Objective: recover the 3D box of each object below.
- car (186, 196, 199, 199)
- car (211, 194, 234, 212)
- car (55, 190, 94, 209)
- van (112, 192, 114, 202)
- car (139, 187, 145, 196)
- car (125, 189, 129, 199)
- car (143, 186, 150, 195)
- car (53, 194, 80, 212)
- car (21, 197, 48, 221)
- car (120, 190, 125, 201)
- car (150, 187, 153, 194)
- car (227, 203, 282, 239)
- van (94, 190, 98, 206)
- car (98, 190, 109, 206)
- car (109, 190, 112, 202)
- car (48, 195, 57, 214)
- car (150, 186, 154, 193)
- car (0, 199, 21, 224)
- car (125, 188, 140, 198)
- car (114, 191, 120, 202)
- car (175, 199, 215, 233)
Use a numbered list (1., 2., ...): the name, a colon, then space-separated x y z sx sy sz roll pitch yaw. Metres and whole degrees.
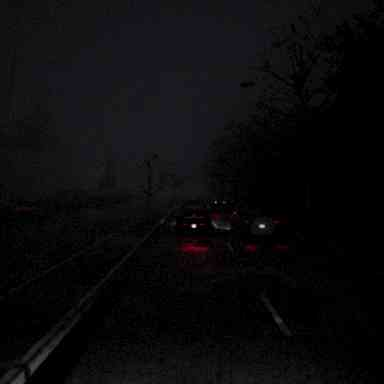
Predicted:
1. car: 0.098 1.172 35.544 1.812 1.442 4.674 0 1 0
2. car: 3.097 1.021 34.235 2.097 1.767 4.553 0 1 0
3. car: -13.895 0.882 36.042 5.566 2.045 2.435 -1 1 -20
4. van: -13.970 0.681 47.944 4.442 1.987 1.878 -1 1 -20
5. car: -14.016 0.382 74.899 5.366 1.575 1.946 -1 2 -20
6. car: -13.828 0.760 56.974 4.792 1.488 2.163 -1 1 -20
7. car: -13.818 0.002 80.985 5.566 2.045 2.435 -1 1 -20
8. car: -13.863 1.225 33.076 4.674 1.452 2.002 -1 1 -20
9. car: -13.700 1.313 24.192 5.366 1.575 1.946 -1 1 -20
10. car: -13.851 0.829 53.956 4.674 1.452 2.002 -1 1 -20
11. car: -13.665 0.094 87.042 5.366 1.575 1.946 -1 1 -20
12. car: 3.099 1.468 16.708 1.994 1.385 4.181 0 1 0
13. van: -13.758 0.848 39.085 4.442 1.987 1.878 -1 1 -20
14. car: -13.840 0.767 42.037 5.566 2.045 2.435 -1 1 -20
15. car: -13.854 0.963 45.010 4.892 1.521 2.231 -1 1 -20
16. car: -13.843 1.309 27.120 4.792 1.488 2.163 -1 1 -20
17. car: -13.864 -0.231 89.962 5.566 2.045 2.435 -1 2 -20
18. car: -13.900 1.387 21.123 4.792 1.488 2.163 -1 1 -20
19. car: -13.822 0.529 68.977 4.792 1.488 2.163 -1 1 -20
20. car: -13.829 0.721 50.981 4.553 1.767 2.185 -1 1 -20
21. car: 0.099 1.390 18.747 1.837 1.490 4.892 0 1 0
